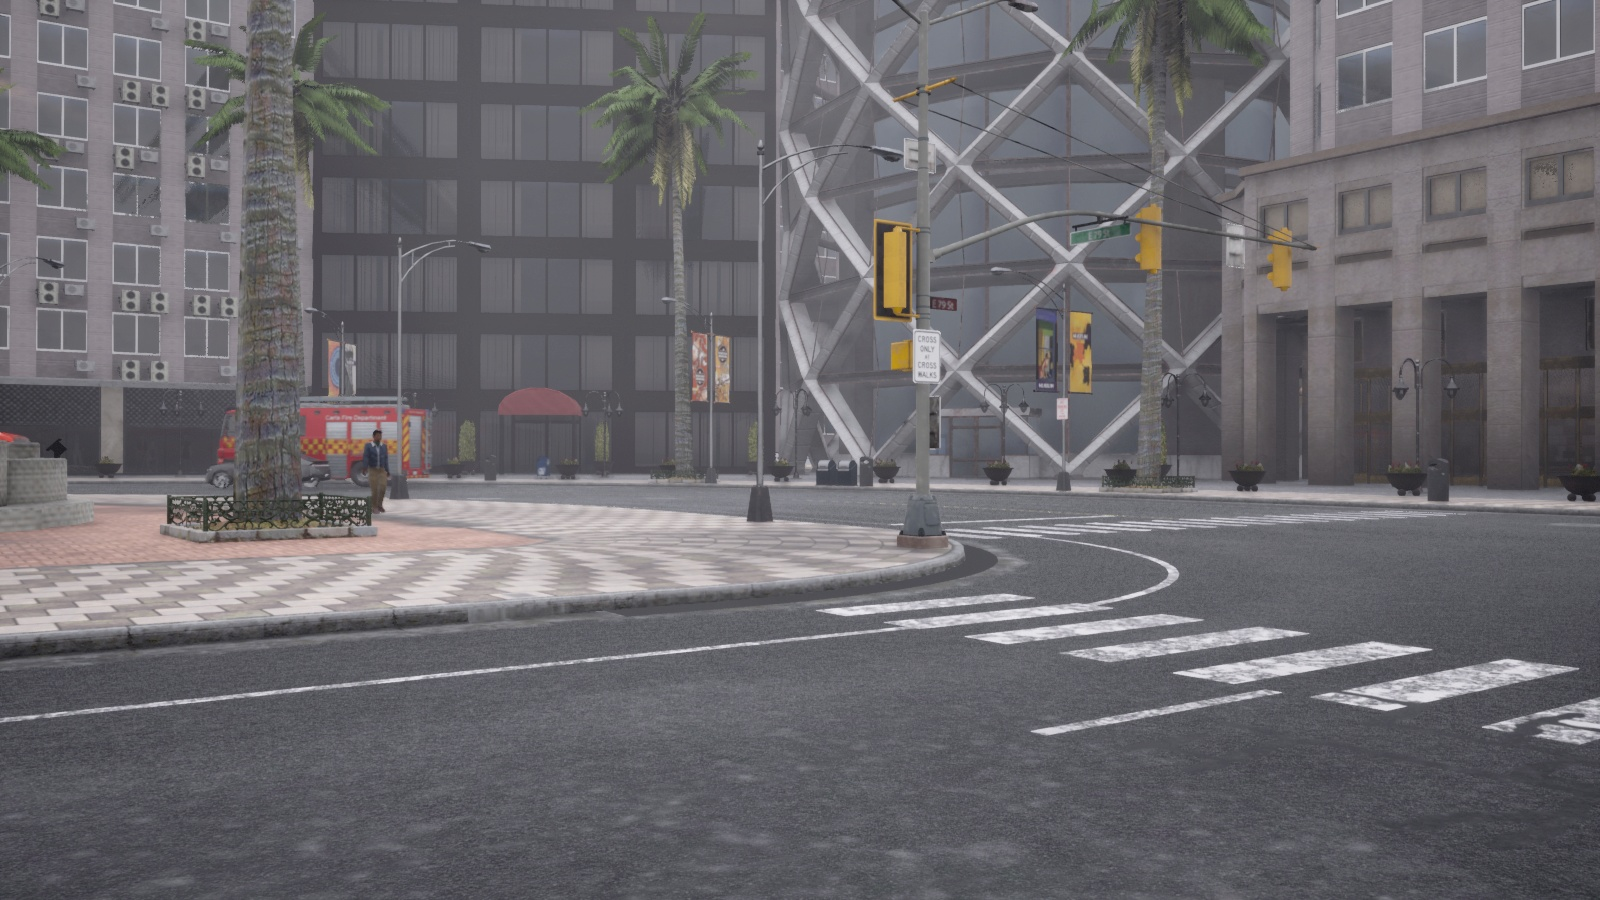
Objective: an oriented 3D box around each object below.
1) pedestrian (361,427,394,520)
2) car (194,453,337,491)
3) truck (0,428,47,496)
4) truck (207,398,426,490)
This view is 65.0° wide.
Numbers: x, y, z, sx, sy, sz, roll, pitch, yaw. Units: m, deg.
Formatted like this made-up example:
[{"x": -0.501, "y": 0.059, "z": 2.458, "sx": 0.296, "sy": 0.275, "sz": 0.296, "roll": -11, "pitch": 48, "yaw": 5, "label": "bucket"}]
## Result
[{"x": -8.989, "y": 0.486, "z": 26.716, "sx": 0.423, "sy": 1.949, "sz": 0.788, "roll": 0, "pitch": 0, "yaw": -37, "label": "pedestrian"}, {"x": -21.452, "y": 0.870, "z": 50.505, "sx": 4.902, "sy": 1.511, "sz": 2.128, "roll": 0, "pitch": 0, "yaw": 6, "label": "car"}, {"x": -31.313, "y": 0.438, "z": 46.562, "sx": 5.204, "sy": 2.467, "sz": 2.627, "roll": 0, "pitch": 0, "yaw": -10, "label": "truck"}, {"x": -20.716, "y": -0.244, "z": 53.995, "sx": 8.468, "sy": 3.827, "sz": 2.891, "roll": 0, "pitch": 0, "yaw": 8, "label": "truck"}]
